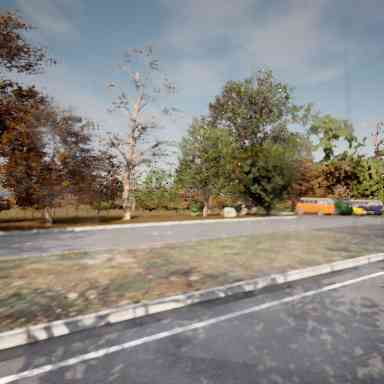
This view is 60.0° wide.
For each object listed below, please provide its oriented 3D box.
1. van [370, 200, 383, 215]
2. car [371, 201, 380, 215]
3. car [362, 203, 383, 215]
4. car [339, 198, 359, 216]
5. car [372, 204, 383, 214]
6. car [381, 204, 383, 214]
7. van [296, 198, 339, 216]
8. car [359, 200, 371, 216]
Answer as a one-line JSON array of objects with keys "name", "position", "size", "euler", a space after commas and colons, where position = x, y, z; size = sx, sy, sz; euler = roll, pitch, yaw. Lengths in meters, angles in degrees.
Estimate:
[{"name": "van", "position": [23.232, 2.083, 45.048], "size": [1.878, 1.987, 4.442], "euler": [3, -1, -35]}, {"name": "car", "position": [21.042, 2.210, 43.336], "size": [2.231, 1.521, 4.892], "euler": [3, -1, -35]}, {"name": "car", "position": [27.703, 2.504, 48.085], "size": [2.097, 1.535, 5.008], "euler": [3, -1, -35]}, {"name": "car", "position": [16.524, 1.766, 40.157], "size": [2.435, 2.045, 5.566], "euler": [2, -1, -35]}, {"name": "car", "position": [30.060, 2.608, 49.765], "size": [2.097, 1.535, 5.008], "euler": [3, -1, -35]}, {"name": "car", "position": [32.314, 2.710, 51.371], "size": [2.231, 1.521, 4.892], "euler": [3, -1, -35]}, {"name": "van", "position": [14.117, 1.704, 38.552], "size": [1.878, 1.987, 4.442], "euler": [2, -1, -35]}, {"name": "car", "position": [18.894, 2.108, 41.585], "size": [1.946, 1.575, 5.366], "euler": [2, -1, -35]}]
